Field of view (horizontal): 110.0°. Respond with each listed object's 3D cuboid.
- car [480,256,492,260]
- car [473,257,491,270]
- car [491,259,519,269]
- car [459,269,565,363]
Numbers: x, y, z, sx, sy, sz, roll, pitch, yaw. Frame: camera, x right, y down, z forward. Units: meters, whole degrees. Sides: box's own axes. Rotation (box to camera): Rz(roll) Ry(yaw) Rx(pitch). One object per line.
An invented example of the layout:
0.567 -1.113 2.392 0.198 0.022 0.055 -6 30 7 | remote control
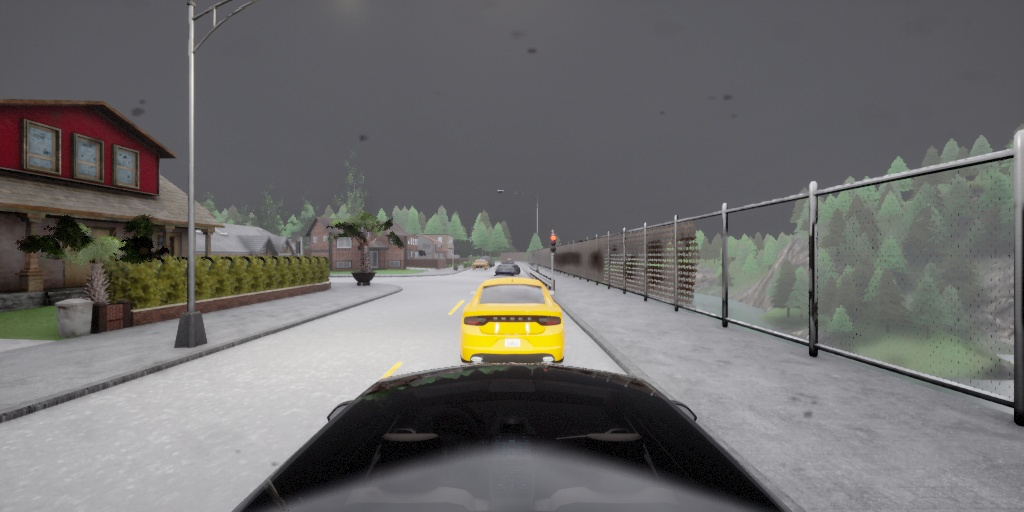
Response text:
-4.582 0.971 61.373 2.150 2.045 5.566 0 0 0 | car
-4.517 1.228 51.430 1.882 1.535 5.008 0 0 0 | car
-0.430 1.314 36.175 1.994 1.385 4.181 0 0 10 | car
0.006 1.228 8.171 1.882 1.535 5.008 0 0 0 | car
